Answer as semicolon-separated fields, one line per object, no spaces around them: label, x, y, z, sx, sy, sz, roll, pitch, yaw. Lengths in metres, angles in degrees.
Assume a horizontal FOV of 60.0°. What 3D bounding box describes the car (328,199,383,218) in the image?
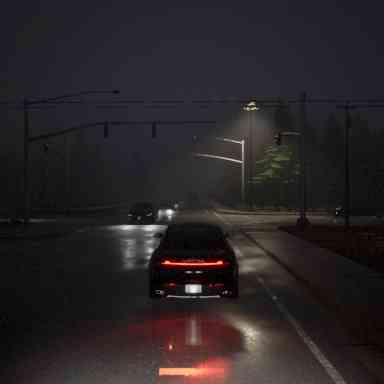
car;14.590;1.379;29.596;4.553;1.767;2.097;0;0;1

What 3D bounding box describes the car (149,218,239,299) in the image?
car;0.049;1.501;8.461;1.837;1.490;4.892;0;0;1

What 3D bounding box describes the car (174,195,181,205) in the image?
car;-3.532;1.477;59.298;1.882;1.535;5.008;0;0;1

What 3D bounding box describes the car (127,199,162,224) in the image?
car;-3.599;1.513;25.020;1.837;1.490;4.892;0;0;0

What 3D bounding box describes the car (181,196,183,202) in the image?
car;-3.130;1.389;75.542;1.837;1.490;4.892;0;0;2

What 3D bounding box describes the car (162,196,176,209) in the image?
car;-3.592;1.601;44.865;1.895;1.301;4.718;0;0;0

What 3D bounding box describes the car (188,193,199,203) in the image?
car;0.306;1.224;70.494;2.150;2.045;5.566;0;0;2

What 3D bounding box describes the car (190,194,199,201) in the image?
car;0.580;1.355;80.886;2.097;1.767;4.553;0;0;2
